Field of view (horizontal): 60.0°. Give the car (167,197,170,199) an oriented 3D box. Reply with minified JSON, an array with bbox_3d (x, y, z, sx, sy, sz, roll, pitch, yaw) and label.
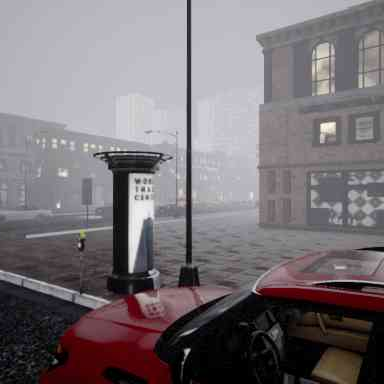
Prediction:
[{"bbox_3d":[-5.344,1.674,42.010,1.752,1.417,4.829,0,0,35],"label":"car"}]

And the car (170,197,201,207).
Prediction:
[{"bbox_3d":[-1.256,1.518,43.292,2.097,1.767,4.553,0,0,35],"label":"car"}]

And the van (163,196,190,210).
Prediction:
[{"bbox_3d":[-2.070,1.518,46.672,1.690,1.788,3.998,0,0,35],"label":"van"}]

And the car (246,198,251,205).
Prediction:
[{"bbox_3d":[10.640,1.846,64.755,2.008,1.369,4.403,0,-1,35],"label":"car"}]

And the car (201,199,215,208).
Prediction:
[{"bbox_3d":[1.108,1.756,51.192,2.008,1.369,4.403,0,0,35],"label":"car"}]

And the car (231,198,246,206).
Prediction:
[{"bbox_3d":[7.463,1.815,60.234,2.008,1.369,4.403,0,-1,35],"label":"car"}]

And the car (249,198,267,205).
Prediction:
[{"bbox_3d":[13.817,1.876,69.277,2.008,1.369,4.403,0,-1,35],"label":"car"}]

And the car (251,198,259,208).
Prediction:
[{"bbox_3d":[11.142,1.676,50.896,1.967,1.590,4.097,0,-1,35],"label":"car"}]

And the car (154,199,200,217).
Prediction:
[{"bbox_3d":[-1.524,1.670,32.782,1.887,1.381,4.507,0,0,35],"label":"car"}]

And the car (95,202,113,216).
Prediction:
[{"bbox_3d":[-7.801,1.676,33.986,1.994,1.385,4.181,0,0,36],"label":"car"}]

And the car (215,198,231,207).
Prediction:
[{"bbox_3d":[4.187,1.759,55.574,1.752,1.417,4.829,0,-1,35],"label":"car"}]

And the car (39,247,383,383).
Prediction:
[{"bbox_3d":[1.156,1.315,2.051,5.009,1.841,2.192,0,0,36],"label":"car"}]

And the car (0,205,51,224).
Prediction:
[{"bbox_3d":[-13.568,1.668,25.799,1.895,1.301,4.718,0,0,35],"label":"car"}]
